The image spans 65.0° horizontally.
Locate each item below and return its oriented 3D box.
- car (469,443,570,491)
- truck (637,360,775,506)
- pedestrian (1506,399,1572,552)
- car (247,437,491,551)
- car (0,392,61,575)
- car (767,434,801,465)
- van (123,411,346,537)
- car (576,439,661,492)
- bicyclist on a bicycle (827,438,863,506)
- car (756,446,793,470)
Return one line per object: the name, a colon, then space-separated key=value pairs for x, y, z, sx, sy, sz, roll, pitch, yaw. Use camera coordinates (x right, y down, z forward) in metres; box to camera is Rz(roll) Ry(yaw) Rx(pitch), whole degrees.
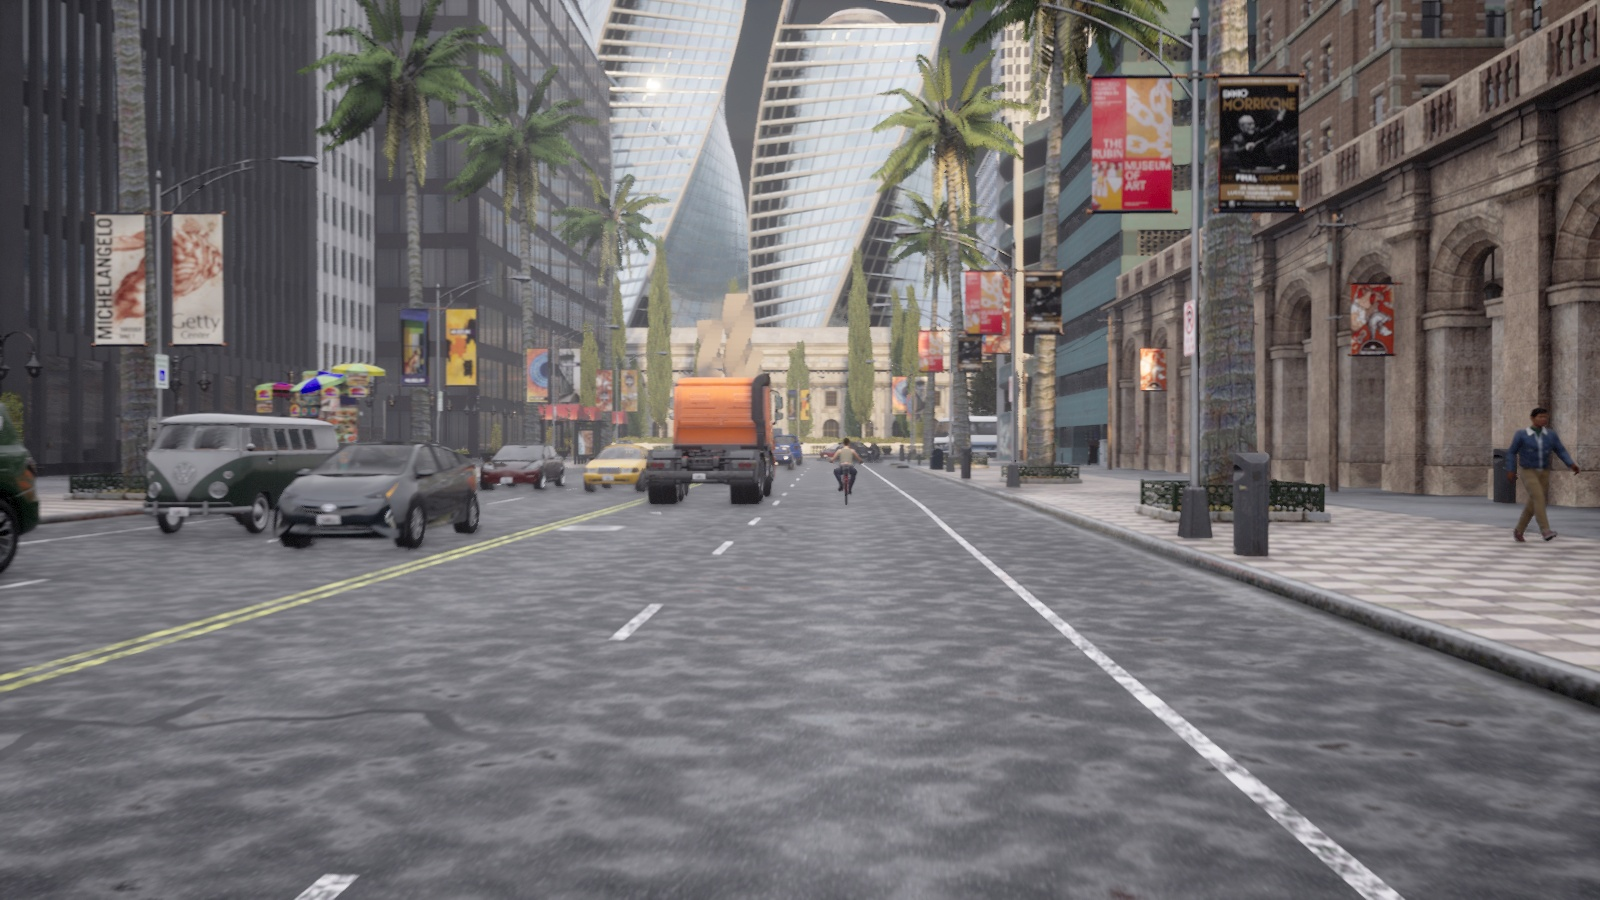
car: x=-9.127 y=0.503 z=41.338 sx=2.163 sy=1.488 sz=4.792 roll=0 pitch=0 yaw=1
truck: x=-2.310 y=-0.428 z=33.730 sx=2.891 sy=3.462 sz=7.936 roll=0 pitch=0 yaw=2
pedestrian: x=9.652 y=0.320 z=16.417 sx=0.423 sy=1.949 sz=0.788 roll=0 pitch=0 yaw=3
car: x=-6.323 y=0.579 z=19.057 sx=2.007 sy=1.525 sz=4.514 roll=0 pitch=0 yaw=2
car: x=-10.065 y=0.385 z=12.393 sx=2.150 sy=2.045 sz=5.566 roll=0 pitch=0 yaw=2
car: x=-1.043 y=-0.021 z=86.039 sx=2.150 sy=2.045 sz=5.566 roll=0 pitch=0 yaw=1
van: x=-9.718 y=0.365 z=22.004 sx=1.775 sy=1.987 sz=4.442 roll=0 pitch=0 yaw=2
car: x=-5.661 y=0.454 z=39.883 sx=1.801 sy=1.575 sz=5.366 roll=0 pitch=0 yaw=1
bicyclist on a bicycle: x=1.095 y=0.511 z=30.578 sx=0.866 sy=1.612 sz=1.509 roll=0 pitch=0 yaw=2
car: x=-1.399 y=0.442 z=71.448 sx=1.895 sy=1.301 sz=4.718 roll=0 pitch=0 yaw=1
